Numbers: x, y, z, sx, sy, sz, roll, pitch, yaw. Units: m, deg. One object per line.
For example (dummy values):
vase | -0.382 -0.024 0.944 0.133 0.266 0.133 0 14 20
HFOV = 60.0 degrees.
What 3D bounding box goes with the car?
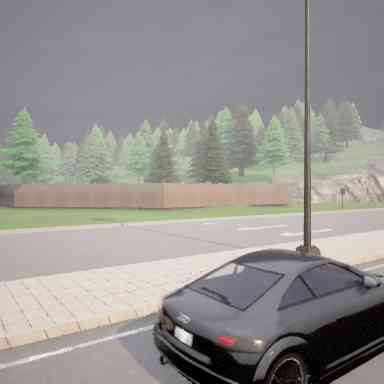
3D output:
car | 1.533 1.563 4.843 4.181 1.385 1.994 0 0 -35
